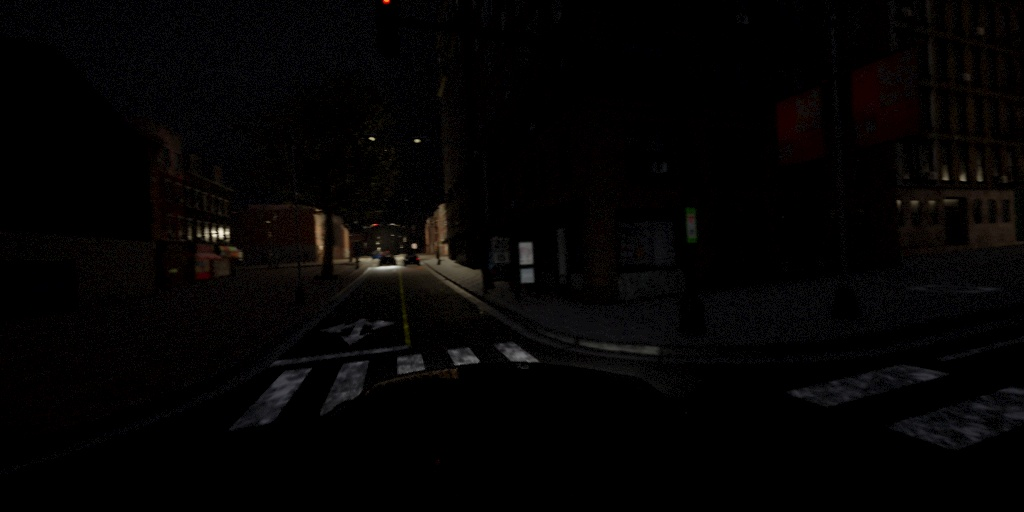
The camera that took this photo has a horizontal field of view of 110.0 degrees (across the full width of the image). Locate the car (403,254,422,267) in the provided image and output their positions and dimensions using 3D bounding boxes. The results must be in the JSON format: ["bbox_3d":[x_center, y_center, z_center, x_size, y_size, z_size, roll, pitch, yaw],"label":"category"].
[{"bbox_3d":[-12.285,0.477,43.928,1.812,1.442,4.674,-3,3,-17],"label":"car"}]

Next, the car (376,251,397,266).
[{"bbox_3d":[-15.997,0.506,46.282,1.994,1.385,4.181,-3,3,-18],"label":"car"}]
